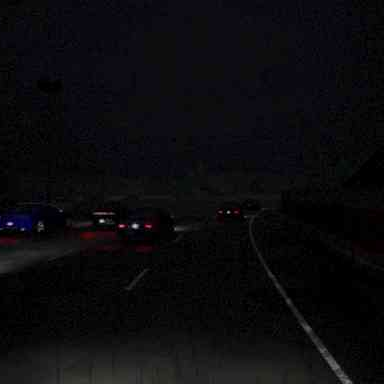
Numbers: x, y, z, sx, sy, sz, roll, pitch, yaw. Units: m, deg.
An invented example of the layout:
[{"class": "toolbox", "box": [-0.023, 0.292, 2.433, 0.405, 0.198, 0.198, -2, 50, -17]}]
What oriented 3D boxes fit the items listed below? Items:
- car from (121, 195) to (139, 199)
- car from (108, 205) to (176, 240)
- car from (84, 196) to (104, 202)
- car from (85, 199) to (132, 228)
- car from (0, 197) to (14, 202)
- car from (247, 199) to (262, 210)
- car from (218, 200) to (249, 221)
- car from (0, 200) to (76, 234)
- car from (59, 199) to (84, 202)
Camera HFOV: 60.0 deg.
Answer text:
[{"class": "car", "box": [-12.573, 1.366, 67.196, 1.837, 1.490, 4.892, 0, 0, 24]}, {"class": "car", "box": [-2.140, 1.538, 16.930, 2.033, 1.411, 5.357, 0, 0, 8]}, {"class": "car", "box": [-18.531, 1.432, 62.434, 2.128, 1.511, 4.902, 0, 0, 23]}, {"class": "car", "box": [-4.873, 1.475, 21.872, 2.128, 1.511, 4.902, 0, 0, 10]}, {"class": "car", "box": [-20.349, 1.298, 34.414, 2.097, 1.767, 4.553, 0, 0, 14]}, {"class": "car", "box": [7.636, 1.571, 42.348, 1.994, 1.385, 4.181, 0, 0, 19]}, {"class": "car", "box": [3.263, 1.548, 27.212, 2.033, 1.411, 5.357, 0, 0, 12]}, {"class": "car", "box": [-8.821, 1.453, 19.266, 1.882, 1.535, 5.008, 0, 0, 8]}, {"class": "car", "box": [-15.342, 1.520, 39.903, 1.994, 1.385, 4.181, 0, 0, 16]}]
